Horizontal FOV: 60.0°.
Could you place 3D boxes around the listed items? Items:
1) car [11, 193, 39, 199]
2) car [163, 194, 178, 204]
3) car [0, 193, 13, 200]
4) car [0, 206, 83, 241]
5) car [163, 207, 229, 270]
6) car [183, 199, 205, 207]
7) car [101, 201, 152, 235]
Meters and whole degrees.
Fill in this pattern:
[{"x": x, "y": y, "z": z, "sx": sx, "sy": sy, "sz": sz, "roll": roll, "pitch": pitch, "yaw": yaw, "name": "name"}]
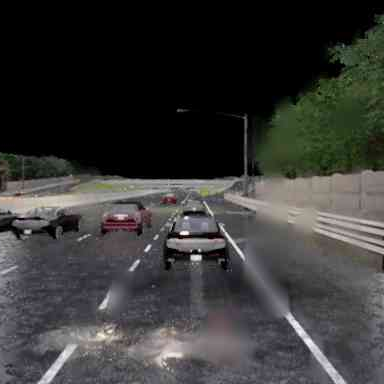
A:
[{"x": -20.867, "y": 1.161, "z": 42.835, "sx": 1.994, "sy": 1.385, "sz": 4.181, "roll": 0, "pitch": 1, "yaw": 1, "name": "car"}, {"x": -3.244, "y": 0.973, "z": 50.265, "sx": 1.882, "sy": 1.535, "sz": 5.008, "roll": 0, "pitch": 1, "yaw": 1, "name": "car"}, {"x": -24.340, "y": 0.923, "z": 44.618, "sx": 2.097, "sy": 1.767, "sz": 4.553, "roll": 0, "pitch": 1, "yaw": 1, "name": "car"}, {"x": -6.871, "y": 1.437, "z": 16.340, "sx": 2.128, "sy": 1.511, "sz": 4.902, "roll": 0, "pitch": 1, "yaw": 0, "name": "car"}, {"x": 0.114, "y": 1.476, "z": 11.020, "sx": 2.128, "sy": 1.511, "sz": 4.902, "roll": 0, "pitch": 0, "yaw": 0, "name": "car"}, {"x": 0.191, "y": 1.346, "z": 29.640, "sx": 1.994, "sy": 1.385, "sz": 4.181, "roll": 0, "pitch": 1, "yaw": 0, "name": "car"}, {"x": -3.465, "y": 1.282, "z": 18.352, "sx": 2.097, "sy": 1.767, "sz": 4.553, "roll": 0, "pitch": 1, "yaw": 0, "name": "car"}]
